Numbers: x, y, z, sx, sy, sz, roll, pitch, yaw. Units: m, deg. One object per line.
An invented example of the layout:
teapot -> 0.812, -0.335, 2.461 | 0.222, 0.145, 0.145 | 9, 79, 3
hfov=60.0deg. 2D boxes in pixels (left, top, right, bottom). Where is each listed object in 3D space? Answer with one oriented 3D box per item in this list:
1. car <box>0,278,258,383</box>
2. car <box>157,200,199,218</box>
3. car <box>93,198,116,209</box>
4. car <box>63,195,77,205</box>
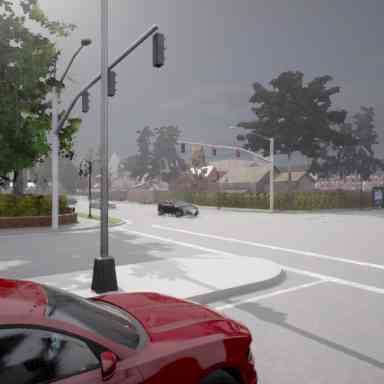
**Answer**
car -> -1.653, 1.478, 2.590 | 5.008, 1.535, 1.882 | 0, 0, -35
car -> -1.337, 1.491, 30.043 | 2.128, 1.511, 4.902 | 0, 0, -37
car -> -11.660, 1.526, 44.180 | 1.812, 1.442, 4.674 | 0, 0, -36
car -> -21.610, 1.351, 57.960 | 2.097, 1.767, 4.553 | 0, 0, -36
